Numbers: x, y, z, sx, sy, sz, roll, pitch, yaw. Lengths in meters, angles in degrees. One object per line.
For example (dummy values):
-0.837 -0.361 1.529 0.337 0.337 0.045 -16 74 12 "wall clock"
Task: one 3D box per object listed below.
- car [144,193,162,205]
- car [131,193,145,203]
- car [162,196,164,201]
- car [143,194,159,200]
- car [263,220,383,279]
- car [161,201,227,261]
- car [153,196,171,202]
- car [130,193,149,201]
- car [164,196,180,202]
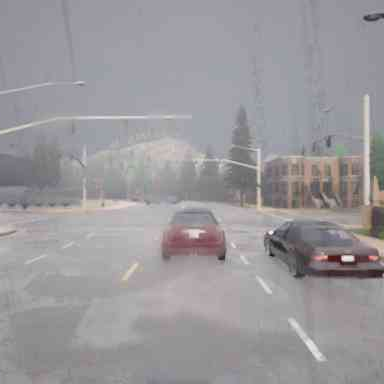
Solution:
-7.049 1.319 60.268 2.150 2.045 5.566 0 0 -6 "car"
-12.032 1.649 75.672 2.128 1.511 4.902 0 0 -29 "car"
-8.831 1.603 77.118 1.882 1.535 5.008 0 0 -29 "car"
-11.312 1.355 91.796 4.553 1.767 2.097 0 0 43 "car"
3.563 1.564 10.078 2.033 1.411 5.357 0 0 0 "car"
0.074 1.373 12.506 2.097 1.767 4.553 0 0 0 "car"
-7.416 1.670 81.507 2.033 1.411 5.357 0 0 -35 "car"
-14.153 1.264 89.670 5.566 2.045 2.150 0 0 43 "car"
-3.772 1.605 61.998 1.837 1.490 4.892 0 0 -7 "car"
